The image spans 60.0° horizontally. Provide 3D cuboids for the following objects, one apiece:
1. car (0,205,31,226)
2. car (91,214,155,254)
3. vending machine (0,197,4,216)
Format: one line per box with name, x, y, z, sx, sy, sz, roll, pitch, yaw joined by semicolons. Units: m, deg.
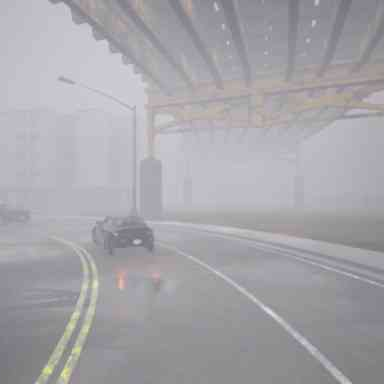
car;-14.614;1.726;25.443;5.008;1.535;1.882;0;-1;26
car;-3.021;1.666;14.261;1.812;1.442;4.674;0;0;-26
vending machine;-20.749;1.541;35.362;0.880;2.100;1.100;0;-1;17
